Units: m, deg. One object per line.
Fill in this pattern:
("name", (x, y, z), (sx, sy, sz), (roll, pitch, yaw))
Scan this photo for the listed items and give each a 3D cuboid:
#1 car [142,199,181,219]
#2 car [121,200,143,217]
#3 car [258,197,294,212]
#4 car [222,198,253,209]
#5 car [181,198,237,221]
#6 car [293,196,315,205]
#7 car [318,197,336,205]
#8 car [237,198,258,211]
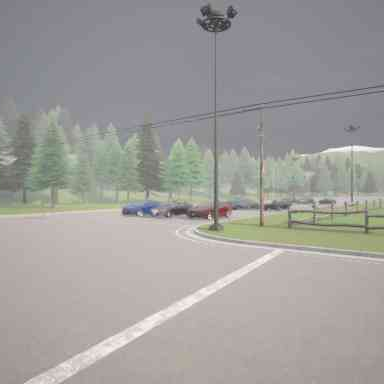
("car", (-1.662, 1.491, 29.242), (2.128, 1.511, 4.902), (0, 0, 35))
("car", (-4.422, 1.477, 31.406), (1.882, 1.535, 5.008), (0, 0, 35))
("car", (9.970, 1.601, 39.303), (1.895, 1.301, 4.718), (0, 0, 36))
("car", (6.428, 1.547, 46.293), (2.033, 1.411, 5.357), (0, 0, 36))
("car", (1.544, 1.478, 27.729), (1.882, 1.535, 5.008), (0, 0, 35))
("car", (20.350, 1.492, 59.174), (2.128, 1.511, 4.902), (0, 0, 37))
("car", (23.343, 1.601, 57.330), (1.895, 1.301, 4.718), (0, 0, 37))
("car", (6.535, 1.563, 40.542), (1.994, 1.385, 4.181), (0, 0, 36))
